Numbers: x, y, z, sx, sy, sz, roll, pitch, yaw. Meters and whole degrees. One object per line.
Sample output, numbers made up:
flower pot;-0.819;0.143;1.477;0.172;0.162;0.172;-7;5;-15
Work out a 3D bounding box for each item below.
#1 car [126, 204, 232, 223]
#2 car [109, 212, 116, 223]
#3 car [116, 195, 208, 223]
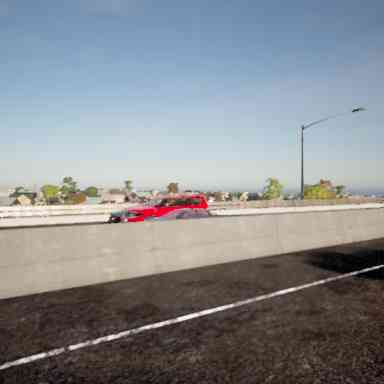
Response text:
car;-0.268;1.540;16.656;5.357;1.411;2.033;0;0;-35
car;-3.516;1.555;22.923;4.181;1.385;1.994;0;0;-35
car;-1.417;1.213;20.125;5.566;2.045;2.150;0;0;-35
